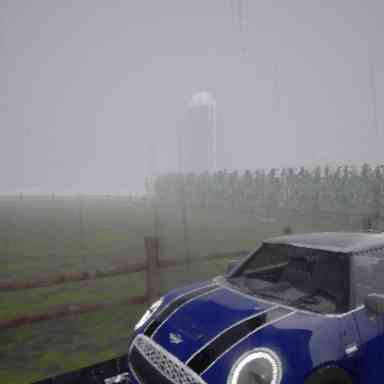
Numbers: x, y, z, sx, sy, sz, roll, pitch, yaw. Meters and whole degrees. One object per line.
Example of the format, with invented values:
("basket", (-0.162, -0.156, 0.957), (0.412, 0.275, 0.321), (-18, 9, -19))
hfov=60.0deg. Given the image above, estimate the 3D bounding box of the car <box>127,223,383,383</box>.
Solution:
("car", (1.520, 1.352, 4.154), (4.553, 1.767, 2.097), (0, 0, -36))
